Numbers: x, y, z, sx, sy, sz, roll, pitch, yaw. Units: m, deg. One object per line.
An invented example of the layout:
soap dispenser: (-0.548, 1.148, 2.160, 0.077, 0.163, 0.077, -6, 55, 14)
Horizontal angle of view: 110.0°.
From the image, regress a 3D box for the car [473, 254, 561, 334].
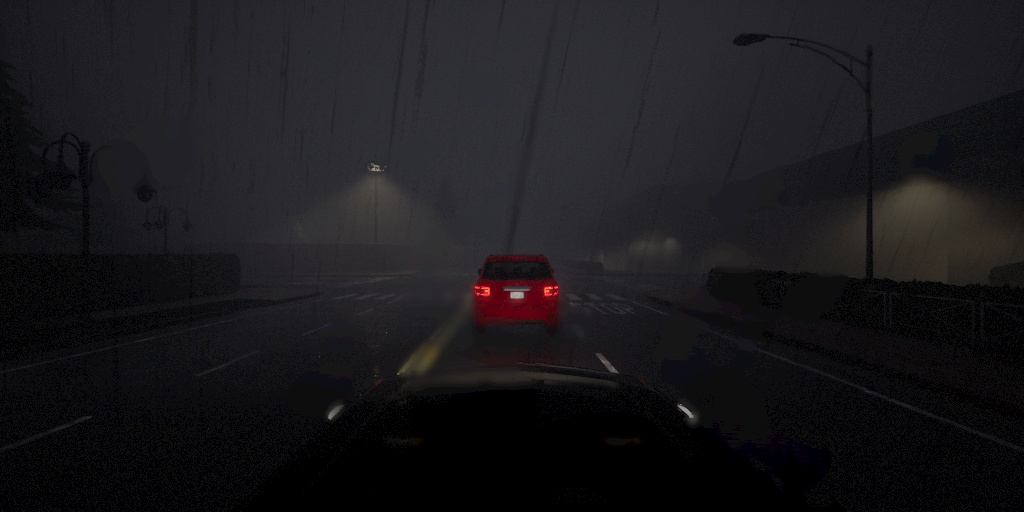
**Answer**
car: (0.118, 0.971, 10.719, 2.150, 2.045, 5.566, 0, 0, 0)

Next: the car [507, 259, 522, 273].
car: (0.338, 1.227, 45.572, 1.882, 1.535, 5.008, 0, 0, 1)
